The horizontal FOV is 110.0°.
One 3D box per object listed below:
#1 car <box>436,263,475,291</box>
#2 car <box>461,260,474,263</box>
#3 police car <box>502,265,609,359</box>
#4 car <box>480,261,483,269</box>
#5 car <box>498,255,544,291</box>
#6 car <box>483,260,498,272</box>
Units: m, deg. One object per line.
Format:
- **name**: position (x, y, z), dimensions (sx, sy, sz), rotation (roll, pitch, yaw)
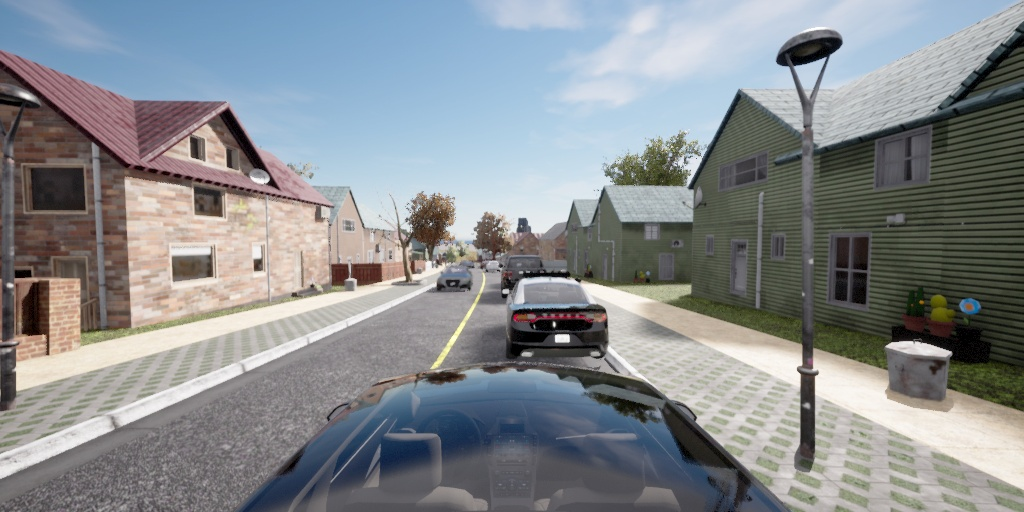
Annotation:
- **car**: position (-3.344, 1.340, 21.691), dimensions (1.994, 1.385, 4.181), rotation (0, 0, -3)
- **car**: position (-7.716, 1.572, 64.039), dimensions (1.994, 1.385, 4.181), rotation (0, 0, -8)
- **police car**: position (0.799, 1.172, 8.547), dimensions (1.930, 1.638, 5.238), rotation (0, 0, -1)
- **car**: position (-4.421, 1.490, 61.482), dimensions (1.812, 1.442, 4.674), rotation (0, 0, -9)
- **car**: position (0.519, 0.982, 18.528), dimensions (2.150, 2.045, 5.566), rotation (0, 0, -2)
- **car**: position (-2.541, 1.396, 47.603), dimensions (1.812, 1.442, 4.674), rotation (0, 0, -6)
